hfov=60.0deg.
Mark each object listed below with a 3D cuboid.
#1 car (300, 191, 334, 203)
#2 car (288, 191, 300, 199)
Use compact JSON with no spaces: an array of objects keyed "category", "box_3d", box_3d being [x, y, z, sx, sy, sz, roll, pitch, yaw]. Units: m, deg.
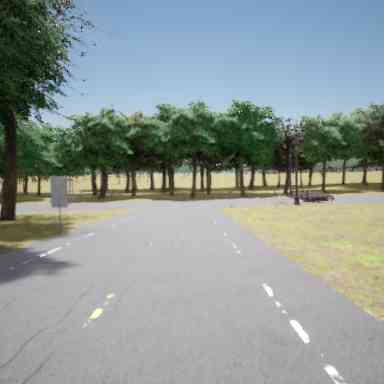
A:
[{"category":"car","box_3d":[20.438,0.703,53.729,4.553,1.767,2.097,-2,3,0]},{"category":"car","box_3d":[19.670,0.545,60.724,4.181,1.385,1.994,-2,3,0]}]
